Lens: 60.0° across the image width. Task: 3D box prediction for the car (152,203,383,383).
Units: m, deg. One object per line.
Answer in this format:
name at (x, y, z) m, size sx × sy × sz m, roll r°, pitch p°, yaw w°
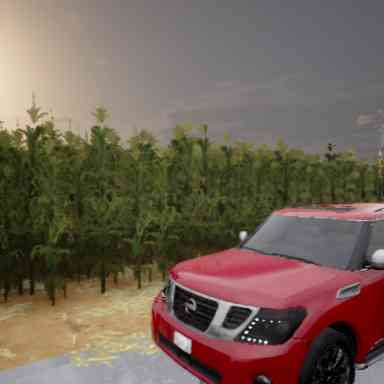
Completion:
car at (2.155, 1.212, 5.048) m, size 5.566 × 2.045 × 2.150 m, roll 0°, pitch 0°, yaw -35°
